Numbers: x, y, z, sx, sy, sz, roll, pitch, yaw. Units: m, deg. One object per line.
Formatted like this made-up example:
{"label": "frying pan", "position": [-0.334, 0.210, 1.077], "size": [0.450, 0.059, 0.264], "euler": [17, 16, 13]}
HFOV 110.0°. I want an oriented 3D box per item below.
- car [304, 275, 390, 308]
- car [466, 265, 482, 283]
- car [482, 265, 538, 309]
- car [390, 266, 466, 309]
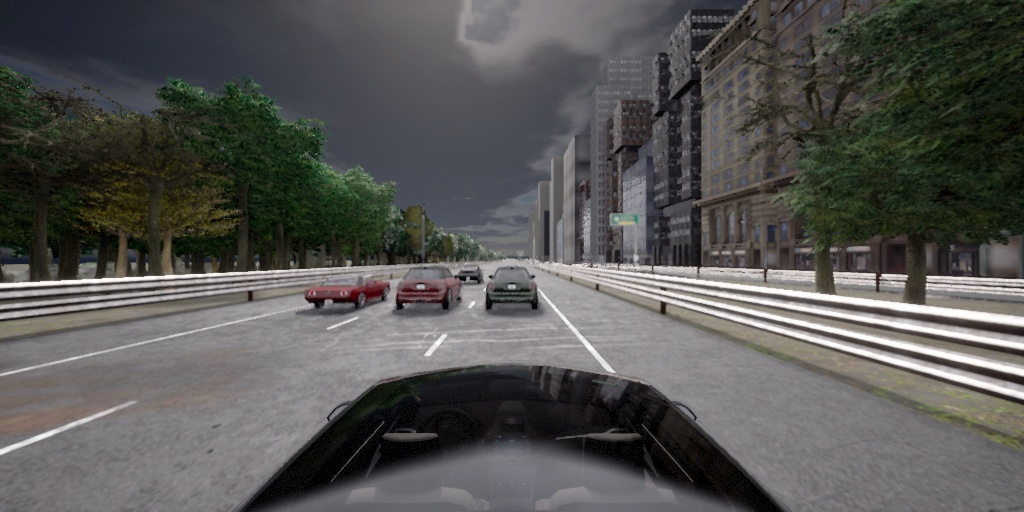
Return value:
{"label": "car", "position": [-7.006, 1.486, 15.943], "size": [1.895, 1.301, 4.718], "euler": [0, -1, 0]}
{"label": "car", "position": [-3.512, 1.553, 31.134], "size": [1.837, 1.490, 4.892], "euler": [0, 0, 0]}
{"label": "car", "position": [-0.005, 1.235, 15.916], "size": [2.097, 1.767, 4.553], "euler": [0, -1, 0]}
{"label": "car", "position": [-3.506, 1.235, 15.912], "size": [2.097, 1.767, 4.553], "euler": [0, -1, 0]}
